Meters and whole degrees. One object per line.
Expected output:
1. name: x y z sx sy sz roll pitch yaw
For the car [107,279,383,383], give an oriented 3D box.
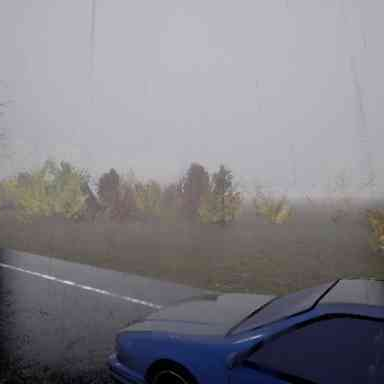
1. car: 1.693 1.547 2.796 5.357 1.411 2.033 0 0 35
